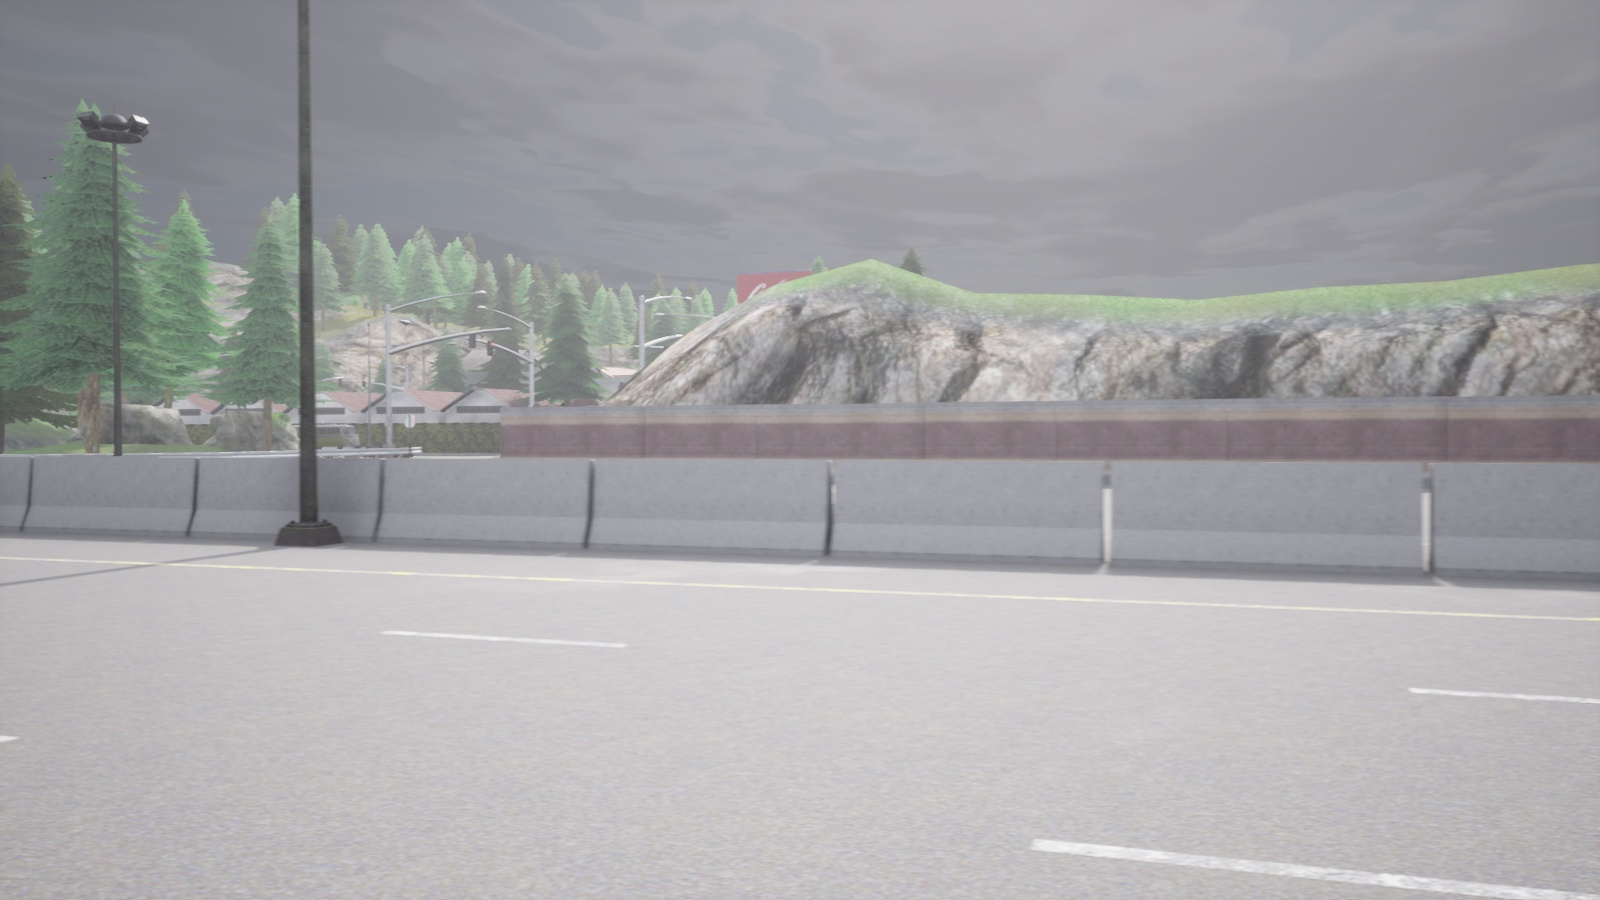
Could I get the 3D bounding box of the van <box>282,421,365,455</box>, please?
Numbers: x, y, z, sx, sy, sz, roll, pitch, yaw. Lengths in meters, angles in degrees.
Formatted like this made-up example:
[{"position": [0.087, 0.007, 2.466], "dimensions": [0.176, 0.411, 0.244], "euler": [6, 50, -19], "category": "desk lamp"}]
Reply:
[{"position": [-28.078, -0.716, 74.014], "dimensions": [4.442, 1.987, 1.775], "euler": [1, 1, 19], "category": "van"}]
